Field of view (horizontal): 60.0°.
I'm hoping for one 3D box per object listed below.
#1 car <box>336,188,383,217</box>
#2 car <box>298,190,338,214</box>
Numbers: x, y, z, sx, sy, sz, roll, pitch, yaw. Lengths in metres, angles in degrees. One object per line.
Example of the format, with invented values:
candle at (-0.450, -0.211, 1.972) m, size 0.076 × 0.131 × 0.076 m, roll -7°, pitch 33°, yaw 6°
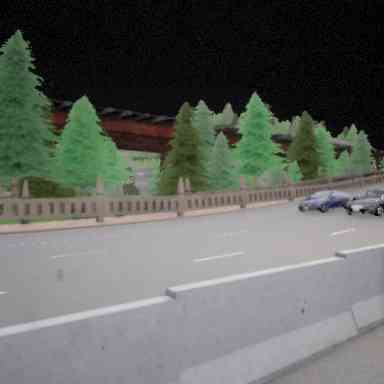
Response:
car at (11.516, 0.587, 20.721) m, size 4.902 × 1.511 × 2.128 m, roll -6°, pitch 3°, yaw -35°
car at (9.521, 0.610, 23.597) m, size 4.674 × 1.442 × 1.812 m, roll -6°, pitch 3°, yaw -35°
